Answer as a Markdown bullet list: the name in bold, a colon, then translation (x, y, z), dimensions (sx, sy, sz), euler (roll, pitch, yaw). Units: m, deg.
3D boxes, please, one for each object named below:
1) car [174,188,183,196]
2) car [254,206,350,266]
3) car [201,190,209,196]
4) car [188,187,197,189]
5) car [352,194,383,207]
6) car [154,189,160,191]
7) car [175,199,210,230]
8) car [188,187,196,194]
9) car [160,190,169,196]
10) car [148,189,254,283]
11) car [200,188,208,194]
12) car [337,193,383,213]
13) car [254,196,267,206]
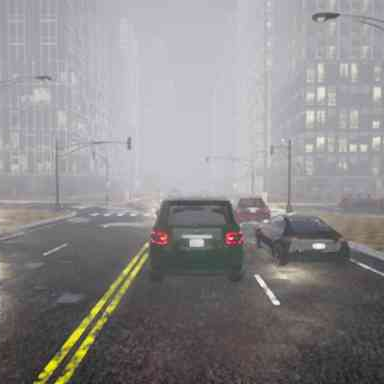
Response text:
- **car**: translation (-3.202, 0.040, 78.771), dimensions (2.097, 1.767, 4.553), euler (0, 1, 0)
- **car**: translation (3.364, 1.385, 10.887), dimensions (1.994, 1.385, 4.181), euler (0, 1, -1)
- **car**: translation (3.301, 0.140, 82.333), dimensions (1.812, 1.442, 4.674), euler (0, 1, 0)
- **car**: translation (0.051, 0.140, 82.335), dimensions (1.812, 1.442, 4.674), euler (0, 1, 0)
- **car**: translation (21.834, 1.017, 39.409), dimensions (4.829, 1.417, 1.752), euler (1, 1, 1)
- **car**: translation (-6.492, 0.300, 63.392), dimensions (2.097, 1.767, 4.553), euler (0, 1, 0)
- **car**: translation (0.109, 1.205, 19.570), dimensions (1.812, 1.442, 4.674), euler (0, 1, 2)
- **car**: translation (0.057, -0.494, 92.356), dimensions (2.150, 2.045, 5.566), euler (0, 1, 0)
- **car**: translation (-6.452, 0.284, 78.534), dimensions (1.895, 1.301, 4.718), euler (0, 1, 0)
- **car**: translation (0.106, 1.068, 9.351), dimensions (2.150, 2.045, 5.566), euler (0, 1, 0)
- **car**: translation (3.307, -0.241, 92.328), dimensions (1.882, 1.535, 5.008), euler (0, 1, 0)
- **car**: translation (16.220, 1.024, 31.125), dimensions (5.009, 1.841, 2.192), euler (1, 1, 1)
- **car**: translation (3.362, 1.017, 20.430), dimensions (2.097, 1.767, 4.553), euler (0, 1, 0)
